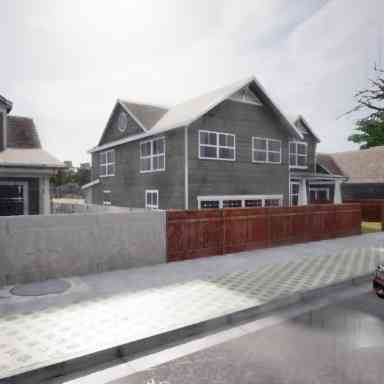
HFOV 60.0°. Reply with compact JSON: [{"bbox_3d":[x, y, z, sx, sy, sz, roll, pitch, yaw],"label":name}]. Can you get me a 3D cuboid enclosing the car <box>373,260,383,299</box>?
[{"bbox_3d":[5.801,1.525,7.214,4.674,1.442,1.812,0,0,-36],"label":"car"}]
